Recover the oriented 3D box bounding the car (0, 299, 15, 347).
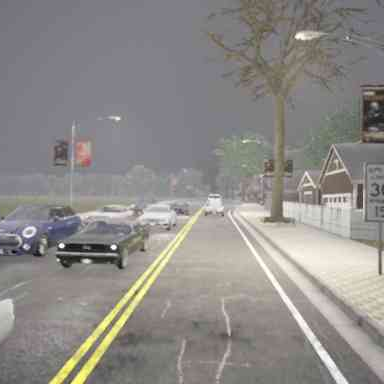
[{"bbox_3d":[-3.280,1.546,2.005,1.895,1.301,4.718,1,0,3],"label":"car"}]

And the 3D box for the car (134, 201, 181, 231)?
[{"bbox_3d":[-2.030,1.508,20.867,1.812,1.442,4.674,1,0,4],"label":"car"}]

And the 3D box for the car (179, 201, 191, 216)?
[{"bbox_3d":[-1.191,1.587,32.748,1.994,1.385,4.181,1,0,4],"label":"car"}]

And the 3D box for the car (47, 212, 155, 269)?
[{"bbox_3d":[-2.696,1.563,11.145,1.895,1.301,4.718,1,0,4],"label":"car"}]

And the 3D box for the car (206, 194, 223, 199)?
[{"bbox_3d":[3.339,1.390,49.429,2.150,2.045,5.566,1,0,4],"label":"car"}]

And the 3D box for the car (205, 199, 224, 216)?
[{"bbox_3d":[2.268,1.687,33.498,1.895,1.301,4.718,1,0,4],"label":"car"}]

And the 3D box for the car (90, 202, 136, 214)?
[{"bbox_3d":[-5.258,1.527,21.428,1.895,1.301,4.718,1,0,4],"label":"car"}]

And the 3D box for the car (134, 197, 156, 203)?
[{"bbox_3d":[-4.489,1.314,32.135,2.097,1.767,4.553,1,0,4],"label":"car"}]

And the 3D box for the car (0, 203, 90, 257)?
[{"bbox_3d":[-5.851,1.260,12.531,2.097,1.767,4.553,1,0,4],"label":"car"}]
